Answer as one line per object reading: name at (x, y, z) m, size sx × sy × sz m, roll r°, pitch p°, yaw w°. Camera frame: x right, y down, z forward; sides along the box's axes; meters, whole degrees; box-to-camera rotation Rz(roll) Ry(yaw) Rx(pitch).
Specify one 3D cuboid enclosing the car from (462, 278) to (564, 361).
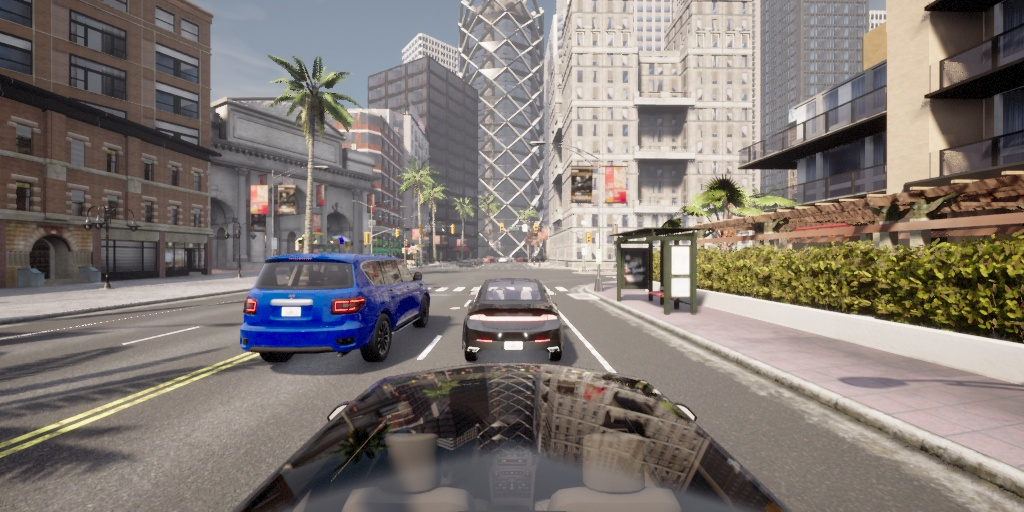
car at (0.014, 1.242, 8.246) m, size 2.128 × 1.511 × 4.902 m, roll 0°, pitch 0°, yaw 0°

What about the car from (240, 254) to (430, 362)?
car at (-3.487, 0.971, 8.333) m, size 2.150 × 2.045 × 5.566 m, roll 0°, pitch 0°, yaw 0°

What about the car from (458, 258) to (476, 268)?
car at (-7.682, 1.315, 59.656) m, size 1.994 × 1.385 × 4.181 m, roll 0°, pitch 0°, yaw 0°
